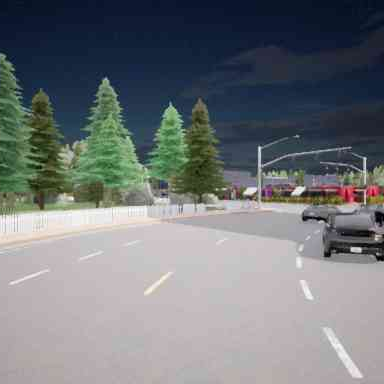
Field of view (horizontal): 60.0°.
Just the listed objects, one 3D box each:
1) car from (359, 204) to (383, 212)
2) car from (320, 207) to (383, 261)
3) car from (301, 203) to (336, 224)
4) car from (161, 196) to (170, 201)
[{"bbox_3d":[12.728,1.561,23.448,2.033,1.411,5.357,0,0,42],"label":"car"},{"bbox_3d":[5.888,1.514,12.412,1.837,1.490,4.892,0,0,21],"label":"car"},{"bbox_3d":[10.143,1.571,25.807,1.994,1.385,4.181,0,0,42],"label":"car"},{"bbox_3d":[-5.970,1.589,79.636,1.994,1.385,4.181,0,0,-34],"label":"car"}]
